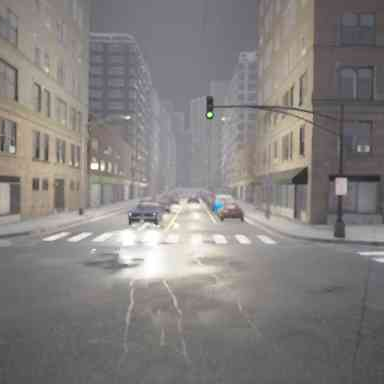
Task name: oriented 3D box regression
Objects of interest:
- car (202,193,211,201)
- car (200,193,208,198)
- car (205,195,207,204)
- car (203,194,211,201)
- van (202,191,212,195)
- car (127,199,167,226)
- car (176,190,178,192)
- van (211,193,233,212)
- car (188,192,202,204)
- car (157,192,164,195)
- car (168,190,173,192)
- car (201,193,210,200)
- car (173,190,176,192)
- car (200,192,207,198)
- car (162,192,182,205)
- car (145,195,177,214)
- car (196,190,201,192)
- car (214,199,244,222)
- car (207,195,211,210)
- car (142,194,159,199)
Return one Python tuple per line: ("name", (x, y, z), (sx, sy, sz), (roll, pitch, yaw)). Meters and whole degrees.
("car", (2.978, 1.246, 52.848), (1.802, 1.307, 4.206), (1, 1, 0))
("car", (3.080, 0.869, 86.158), (1.947, 1.339, 4.313), (1, 1, 0))
("car", (2.944, 1.349, 41.741), (1.802, 1.307, 4.206), (1, 0, 0))
("car", (2.962, 1.301, 47.292), (1.802, 1.307, 4.206), (1, 1, 0))
("van", (3.000, 0.946, 58.397), (1.690, 1.788, 3.998), (1, 1, 0))
("car", (-2.967, 1.407, 22.034), (1.895, 1.301, 4.718), (1, 0, 0))
("car", (-5.444, 0.712, 86.190), (1.887, 1.381, 4.507), (1, 1, 0))
("van", (2.913, 1.185, 30.633), (1.690, 1.788, 3.998), (1, 0, 0))
("car", (0.218, 1.139, 53.506), (1.812, 1.442, 4.674), (1, 1, 0))
("car", (-5.545, 1.079, 52.875), (2.008, 1.369, 4.403), (1, 1, 0))
("car", (-5.507, 0.724, 63.976), (2.192, 1.841, 5.009), (1, 1, 0))
("car", (3.046, 1.009, 75.053), (1.802, 1.307, 4.206), (1, 1, 0))
("car", (-5.474, 0.605, 75.080), (2.192, 1.841, 5.009), (1, 1, 0))
("car", (3.099, 0.758, 91.879), (1.752, 1.417, 4.829), (1, 1, 0))
("car", (-2.838, 1.157, 49.125), (2.033, 1.411, 5.357), (1, 1, 1))
("car", (-2.929, 1.284, 32.722), (2.033, 1.411, 5.357), (1, 0, 0))
("car", (0.248, 0.984, 63.507), (1.882, 1.535, 5.008), (1, 1, 0))
("car", (2.893, 1.462, 25.083), (1.802, 1.307, 4.206), (1, 0, 0))
("car", (2.926, 1.352, 36.186), (1.887, 1.381, 4.507), (1, 0, 0))
("car", (-5.582, 1.213, 41.770), (1.802, 1.307, 4.206), (1, 0, 0))
